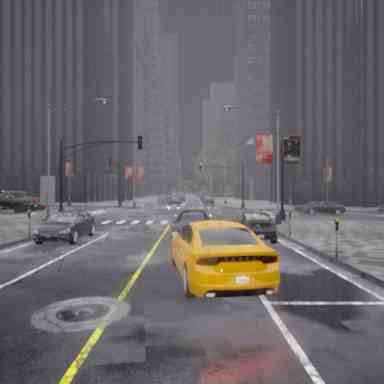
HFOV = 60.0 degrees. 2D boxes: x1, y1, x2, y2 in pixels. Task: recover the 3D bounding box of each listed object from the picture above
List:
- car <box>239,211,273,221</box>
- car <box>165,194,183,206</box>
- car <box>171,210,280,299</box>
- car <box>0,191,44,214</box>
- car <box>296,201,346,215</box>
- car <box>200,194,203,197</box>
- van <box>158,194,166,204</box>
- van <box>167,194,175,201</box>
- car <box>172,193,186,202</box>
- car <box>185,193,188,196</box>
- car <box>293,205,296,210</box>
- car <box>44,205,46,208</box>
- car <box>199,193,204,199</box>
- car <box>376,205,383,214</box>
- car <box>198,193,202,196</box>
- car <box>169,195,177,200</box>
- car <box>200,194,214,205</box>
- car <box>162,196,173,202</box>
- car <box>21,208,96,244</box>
[{"bbox_3d":[2.761,1.544,15.477,2.008,1.369,4.403,0,0,0],"label":"car"},{"bbox_3d":[-2.912,1.465,55.321,1.882,1.535,5.008,0,0,1],"label":"car"},{"bbox_3d":[0.559,1.474,8.609,1.882,1.535,5.008,0,0,-9],"label":"car"},{"bbox_3d":[-17.335,0.923,30.998,5.566,2.045,2.150,1,0,0],"label":"car"},{"bbox_3d":[14.749,1.793,37.599,4.892,1.490,1.837,1,0,1],"label":"car"},{"bbox_3d":[2.992,1.512,63.343,1.752,1.417,4.829,0,0,1],"label":"car"},{"bbox_3d":[-5.534,1.328,63.246,1.690,1.788,3.998,0,0,1],"label":"van"},{"bbox_3d":[-5.339,1.330,85.296,1.690,1.788,3.998,0,0,1],"label":"van"},{"bbox_3d":[-2.801,1.479,64.896,2.128,1.511,4.902,0,0,1],"label":"car"},{"bbox_3d":[-2.665,1.213,75.493,2.150,2.045,5.566,0,0,1],"label":"car"},{"bbox_3d":[14.900,1.822,40.859,4.674,1.442,1.812,1,0,2],"label":"car"},{"bbox_3d":[-17.658,0.922,34.250,5.566,2.045,2.150,1,0,0],"label":"car"},{"bbox_3d":[3.039,1.538,68.686,2.008,1.369,4.403,0,0,1],"label":"car"},{"bbox_3d":[25.268,1.982,40.814,4.902,1.511,2.128,1,0,1],"label":"car"},{"bbox_3d":[3.088,1.303,74.198,2.192,1.841,5.009,0,0,1],"label":"car"},{"bbox_3d":[-5.290,1.534,90.808,1.887,1.381,4.507,0,0,1],"label":"car"},{"bbox_3d":[2.941,1.538,57.660,2.008,1.369,4.403,0,0,1],"label":"car"},{"bbox_3d":[-5.437,1.554,74.271,1.947,1.339,4.313,0,0,1],"label":"car"},{"bbox_3d":[-5.764,1.544,15.479,2.008,1.369,4.403,0,0,0],"label":"car"}]
